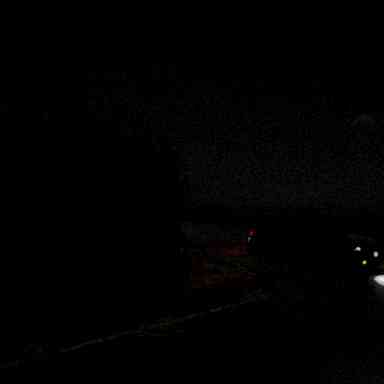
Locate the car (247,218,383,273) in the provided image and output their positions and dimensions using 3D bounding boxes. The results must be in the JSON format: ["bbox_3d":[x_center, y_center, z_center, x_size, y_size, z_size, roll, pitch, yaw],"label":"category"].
[{"bbox_3d":[3.856,1.568,10.862,1.994,1.385,4.181,0,0,-41],"label":"car"}]
